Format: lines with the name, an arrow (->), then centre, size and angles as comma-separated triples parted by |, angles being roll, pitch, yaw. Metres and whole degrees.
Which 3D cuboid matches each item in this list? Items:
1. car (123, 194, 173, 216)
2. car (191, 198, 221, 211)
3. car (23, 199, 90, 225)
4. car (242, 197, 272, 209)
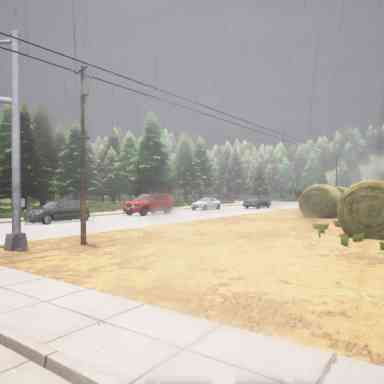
car -> -4.135, 1.180, 32.369 | 2.150, 2.045, 5.566 | 0, 0, 37
car -> 1.778, 1.431, 40.310 | 1.812, 1.442, 4.674 | 0, 0, 37
car -> -9.918, 1.362, 24.591 | 2.097, 1.767, 4.553 | 0, 0, 37
car -> 8.466, 1.411, 43.123 | 2.033, 1.411, 5.357 | 0, 0, 37
